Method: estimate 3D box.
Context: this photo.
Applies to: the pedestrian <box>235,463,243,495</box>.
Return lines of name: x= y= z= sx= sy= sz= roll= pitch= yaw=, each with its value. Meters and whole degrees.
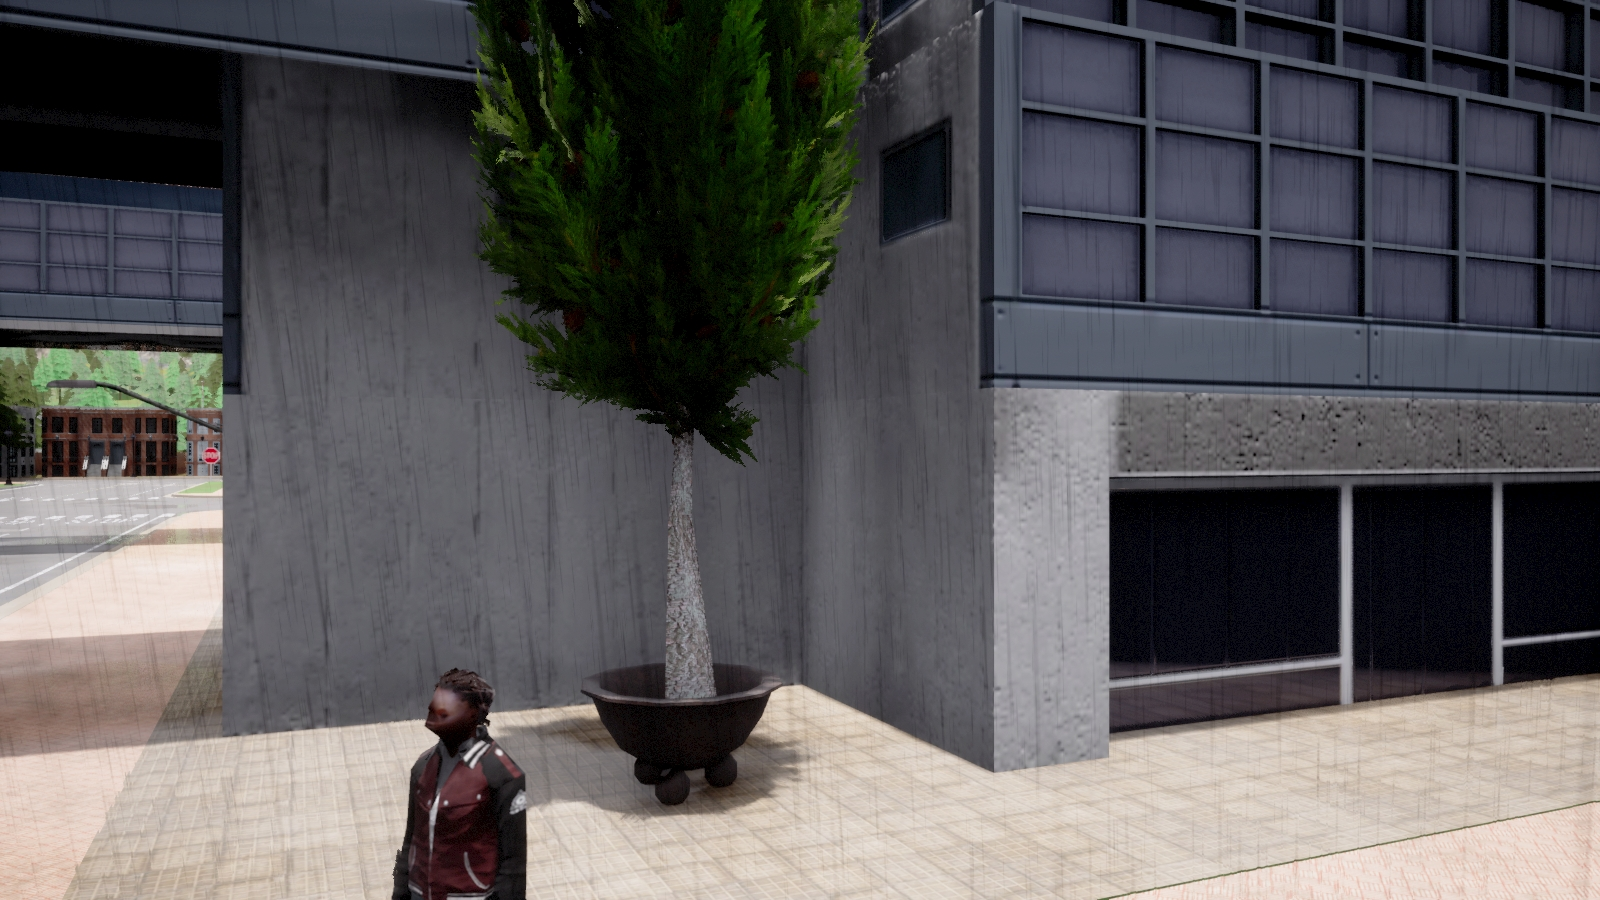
pedestrian: x=-32.852 y=1.698 z=66.921 sx=0.375 sy=1.860 sz=0.375 roll=0 pitch=0 yaw=-31

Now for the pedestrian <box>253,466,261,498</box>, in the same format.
pedestrian: x=-31.345 y=1.848 z=66.007 sx=0.375 sy=1.860 sz=0.375 roll=0 pitch=0 yaw=-33

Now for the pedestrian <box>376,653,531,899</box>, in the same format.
pedestrian: x=-1.231 y=1.698 z=4.076 sx=0.375 sy=1.860 sz=0.375 roll=0 pitch=0 yaw=27
